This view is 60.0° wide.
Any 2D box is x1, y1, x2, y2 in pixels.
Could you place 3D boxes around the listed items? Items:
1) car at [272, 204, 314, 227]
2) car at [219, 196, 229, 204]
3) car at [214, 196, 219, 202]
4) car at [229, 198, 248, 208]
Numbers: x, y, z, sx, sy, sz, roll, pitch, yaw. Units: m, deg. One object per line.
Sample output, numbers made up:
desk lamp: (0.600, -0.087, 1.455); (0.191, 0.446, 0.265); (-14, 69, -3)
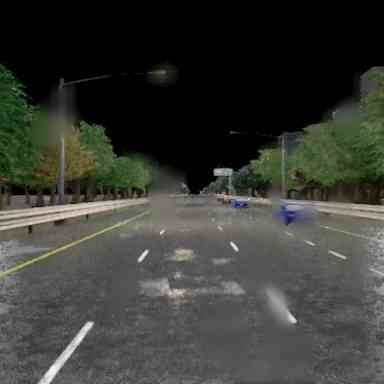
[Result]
car: (7.047, 1.564, 23.693); (1.882, 1.535, 5.008); (0, 0, 0)
car: (7.323, 1.794, 70.973); (1.812, 1.442, 4.674); (0, 0, 1)
car: (7.470, 1.818, 86.950); (1.882, 1.535, 5.008); (0, 0, 1)
car: (7.173, 1.673, 50.358); (1.882, 1.535, 5.008); (0, -1, 0)
